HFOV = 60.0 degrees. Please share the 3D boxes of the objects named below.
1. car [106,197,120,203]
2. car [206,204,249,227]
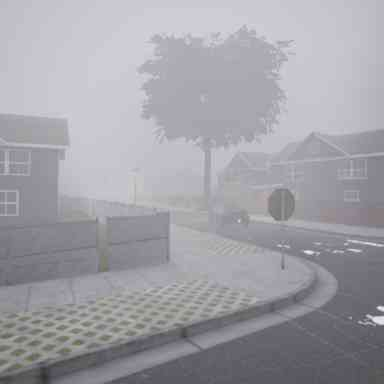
[{"bbox_3d":[-12.526,1.544,52.336,1.812,1.442,4.674,0,0,-23],"label":"car"},{"bbox_3d":[2.409,1.577,23.298,1.837,1.490,4.892,1,-1,-13],"label":"car"}]
